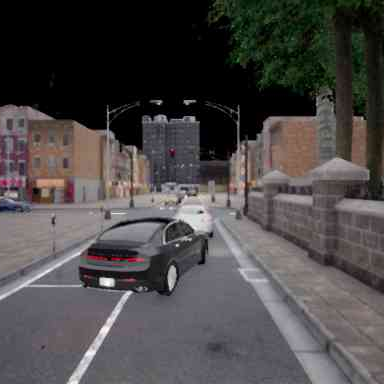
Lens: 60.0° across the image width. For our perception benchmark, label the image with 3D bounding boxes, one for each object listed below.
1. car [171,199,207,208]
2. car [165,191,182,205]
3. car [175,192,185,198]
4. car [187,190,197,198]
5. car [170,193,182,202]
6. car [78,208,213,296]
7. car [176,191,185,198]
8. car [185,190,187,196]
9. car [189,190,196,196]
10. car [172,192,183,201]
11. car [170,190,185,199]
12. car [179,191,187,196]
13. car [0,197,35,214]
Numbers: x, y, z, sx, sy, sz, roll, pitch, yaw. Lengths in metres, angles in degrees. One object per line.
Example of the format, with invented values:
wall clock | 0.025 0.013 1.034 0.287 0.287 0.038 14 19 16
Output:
car | 0.051 1.301 16.123 1.812 1.442 4.674 0 1 1
car | -2.590 0.934 43.098 1.752 1.417 4.829 0 1 0
car | -2.559 0.609 70.526 1.947 1.339 4.313 0 1 0
car | 0.084 0.343 74.199 2.097 1.767 4.553 0 1 0
car | -2.578 0.842 54.172 1.802 1.307 4.206 0 1 0
car | -0.895 1.386 8.470 1.837 1.490 4.892 0 1 16
car | -2.553 0.522 75.978 2.008 1.369 4.403 0 1 0
car | -2.565 0.681 65.074 1.947 1.339 4.313 0 1 0
car | 0.096 0.190 84.233 1.882 1.535 5.008 0 1 0
car | -2.572 0.715 59.453 1.752 1.417 4.829 0 1 0
car | -2.584 0.648 48.716 2.192 1.841 5.009 0 1 0
car | -2.535 0.305 92.333 2.008 1.369 4.403 0 1 0
car | -16.056 1.149 28.592 4.674 1.442 1.812 0 1 0
